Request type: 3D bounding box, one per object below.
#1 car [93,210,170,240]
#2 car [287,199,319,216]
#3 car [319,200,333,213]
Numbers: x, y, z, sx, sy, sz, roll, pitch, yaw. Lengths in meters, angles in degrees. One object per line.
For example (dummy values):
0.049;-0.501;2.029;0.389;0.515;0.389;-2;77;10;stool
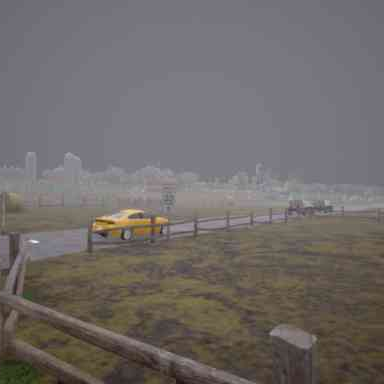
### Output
-3.267;1.758;19.029;1.882;1.535;5.008;2;0;36;car
14.229;2.013;43.206;2.150;2.045;5.566;2;0;36;car
20.274;2.201;51.662;2.150;2.045;5.566;2;0;36;car
